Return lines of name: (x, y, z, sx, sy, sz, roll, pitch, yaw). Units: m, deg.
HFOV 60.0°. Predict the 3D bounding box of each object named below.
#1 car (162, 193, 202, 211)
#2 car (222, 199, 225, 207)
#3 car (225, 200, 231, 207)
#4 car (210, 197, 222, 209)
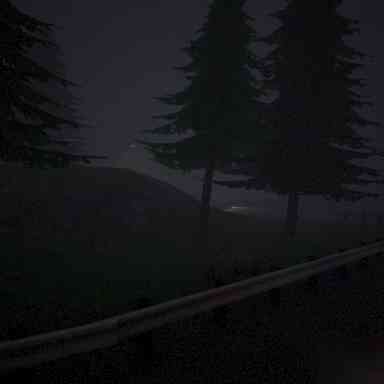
car: (-0.874, 1.321, 39.721, 4.553, 1.767, 2.097, 0, 0, 36)
car: (1.388, 1.180, 46.720, 5.566, 2.045, 2.150, 0, 0, 36)
car: (3.680, 1.524, 49.381, 4.181, 1.385, 1.994, 0, 0, 36)
car: (0.995, 1.493, 42.687, 4.674, 1.442, 1.812, 0, 0, 36)
